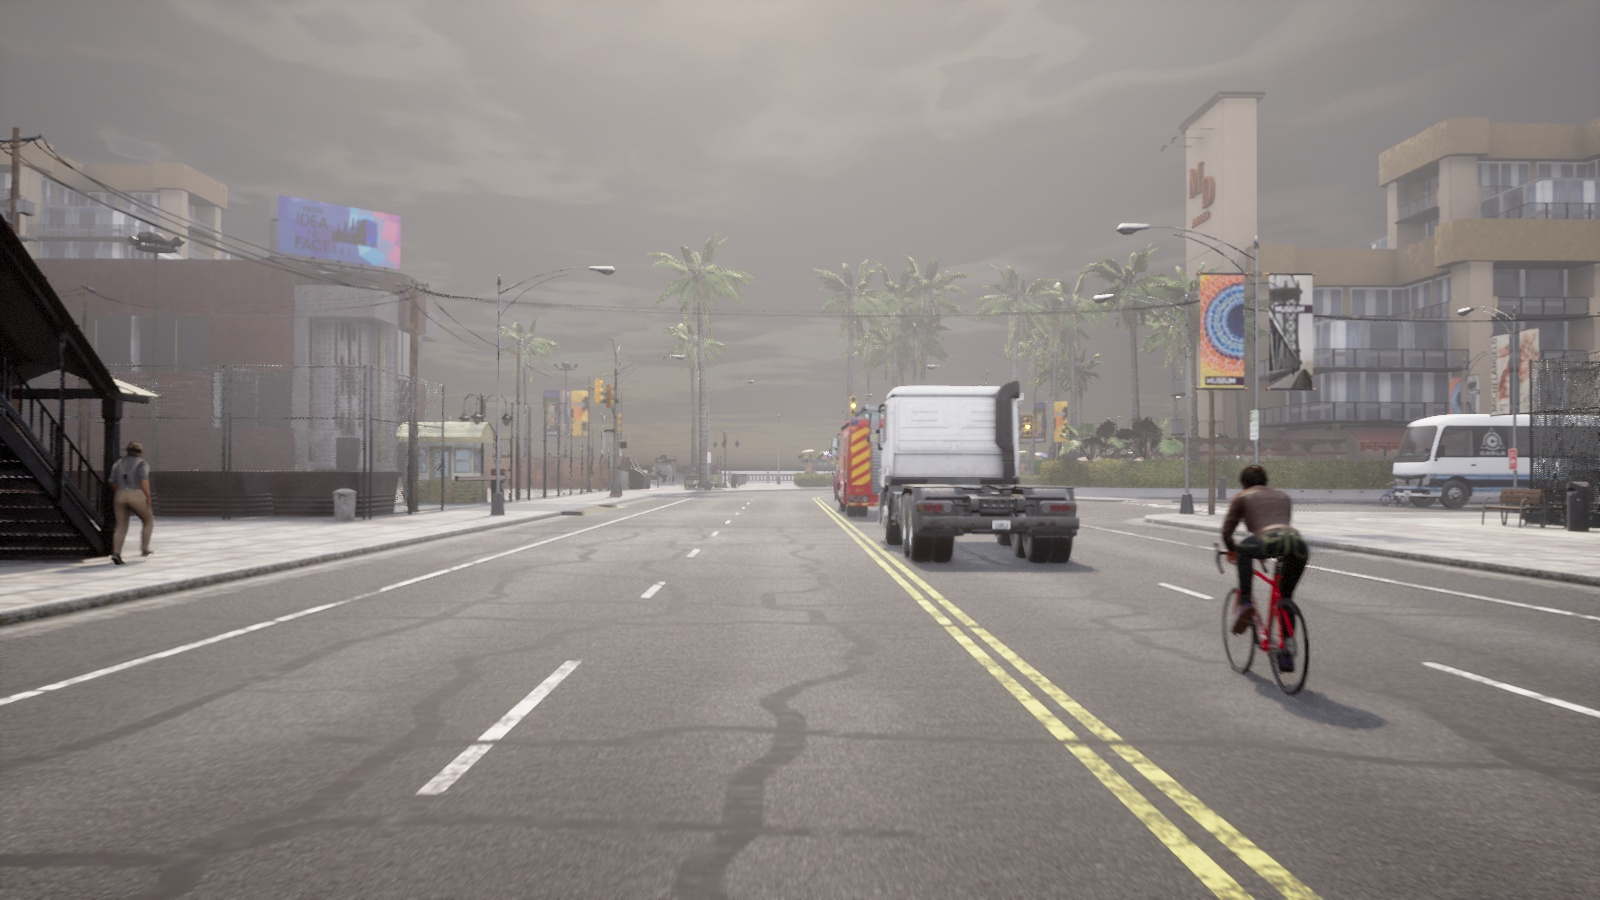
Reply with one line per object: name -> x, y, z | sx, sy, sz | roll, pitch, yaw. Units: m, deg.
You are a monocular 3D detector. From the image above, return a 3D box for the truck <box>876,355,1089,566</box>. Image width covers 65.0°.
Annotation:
truck -> 3.238, 0.232, 24.612 | 2.891, 3.462, 7.936 | 0, -1, -1

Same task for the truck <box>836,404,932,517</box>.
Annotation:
truck -> 2.958, 0.420, 46.724 | 2.891, 3.827, 8.468 | 0, -1, -1

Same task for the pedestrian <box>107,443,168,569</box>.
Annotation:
pedestrian -> -9.857, 0.824, 18.708 | 0.540, 1.848, 0.694 | 0, -1, 0

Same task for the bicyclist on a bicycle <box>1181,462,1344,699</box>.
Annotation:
bicyclist on a bicycle -> 3.430, 0.912, 9.459 | 0.582, 1.620, 1.656 | 0, -1, -1

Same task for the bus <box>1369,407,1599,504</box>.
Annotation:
bus -> 31.994, 0.268, 57.239 | 10.273, 4.253, 3.944 | 0, -1, -2
